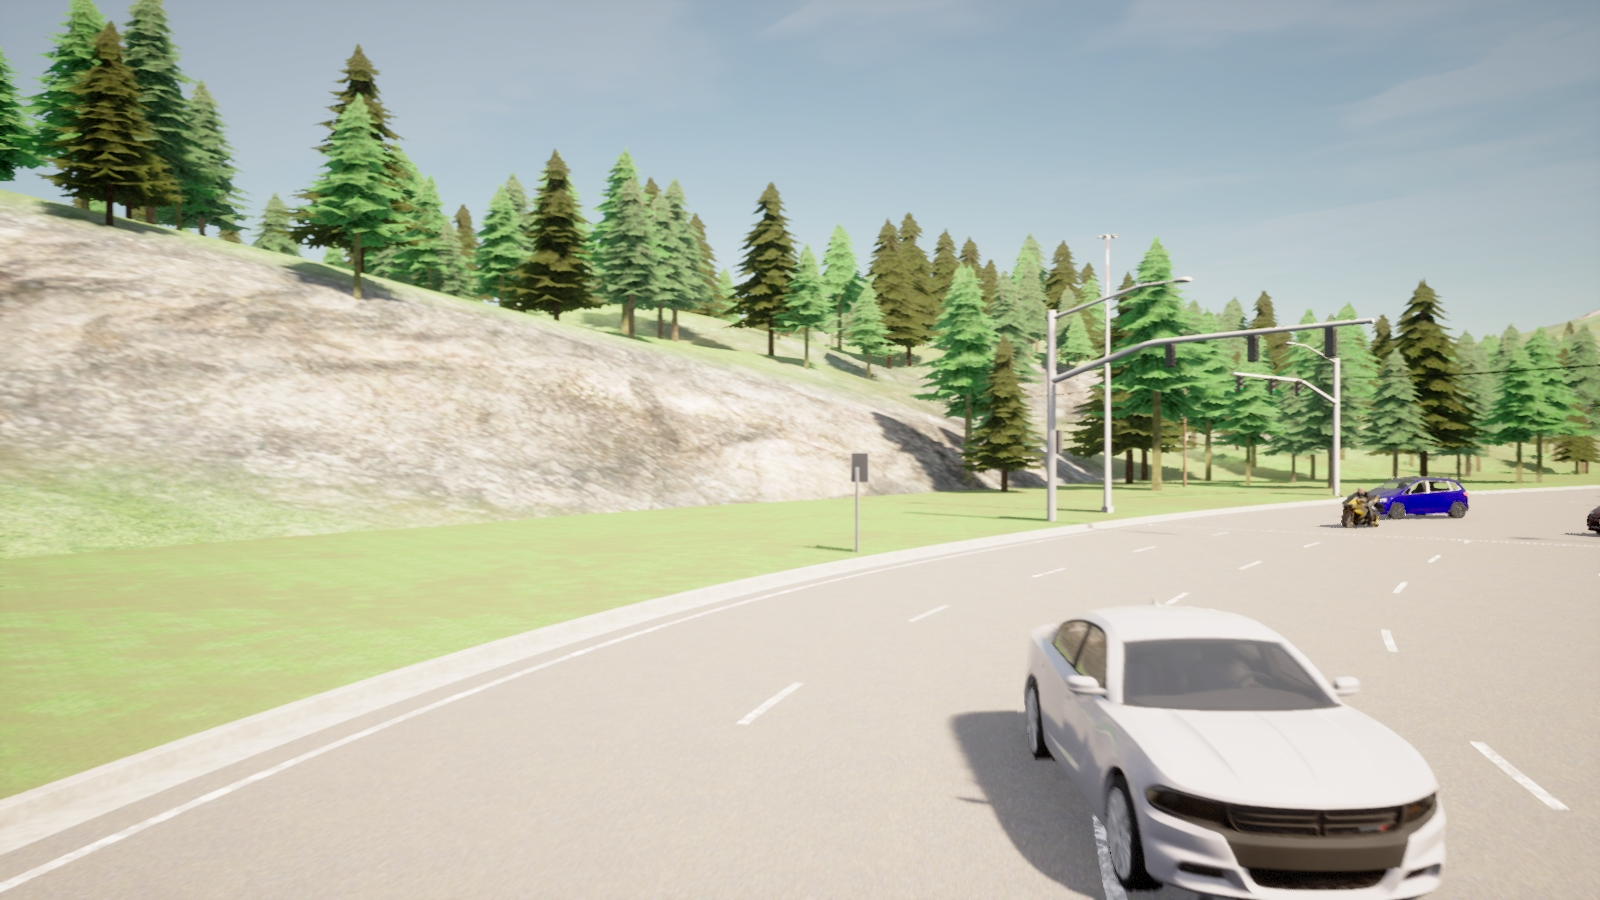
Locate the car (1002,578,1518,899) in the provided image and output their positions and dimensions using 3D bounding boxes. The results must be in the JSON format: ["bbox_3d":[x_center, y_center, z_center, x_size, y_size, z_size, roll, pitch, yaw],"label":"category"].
[{"bbox_3d":[3.003,2.028,8.879,2.097,1.535,5.006,0,0,1],"label":"car"}]

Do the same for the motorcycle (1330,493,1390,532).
[{"bbox_3d":[19.822,2.183,40.431,2.209,1.251,0.867,0,1,-33],"label":"motorcycle"}]

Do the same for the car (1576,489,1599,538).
[{"bbox_3d":[27.535,2.022,36.419,4.514,1.525,2.007,0,0,-10],"label":"car"}]

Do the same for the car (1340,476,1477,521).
[{"bbox_3d":[24.750,1.943,46.527,4.611,1.667,2.242,0,0,-15],"label":"car"}]
